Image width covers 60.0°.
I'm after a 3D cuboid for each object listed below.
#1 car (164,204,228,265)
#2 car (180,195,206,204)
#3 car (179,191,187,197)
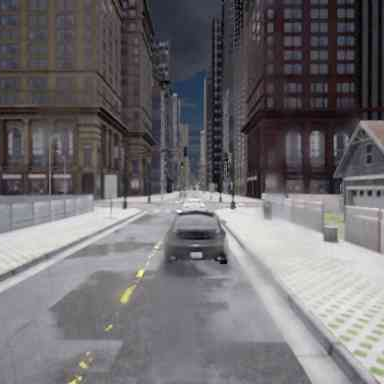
[{"bbox_3d":[0.127,1.370,11.136,1.837,1.490,4.892,0,1,0],"label":"car"},{"bbox_3d":[0.163,1.214,26.190,1.812,1.442,4.674,0,1,0],"label":"car"},{"bbox_3d":[-2.327,0.615,84.087,2.128,1.511,4.902,0,1,1],"label":"car"}]
